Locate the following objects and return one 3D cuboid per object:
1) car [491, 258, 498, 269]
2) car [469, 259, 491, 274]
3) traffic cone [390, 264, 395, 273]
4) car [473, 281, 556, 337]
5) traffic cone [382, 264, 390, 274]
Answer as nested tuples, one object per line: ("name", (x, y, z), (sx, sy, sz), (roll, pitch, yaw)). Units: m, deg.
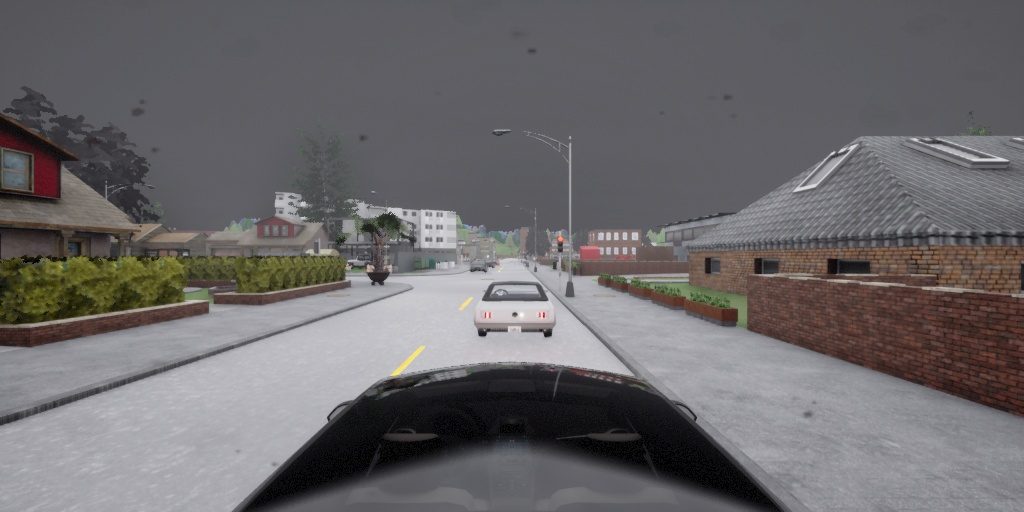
("car", (-3.773, 1.297, 58.396), (2.033, 1.411, 5.357), (0, 0, 0))
("car", (-3.874, 1.255, 42.311), (1.837, 1.490, 4.892), (0, 0, 0))
("traffic cone", (-15.152, 1.558, 44.755), (0.344, 0.586, 0.344), (0, 0, 0))
("car", (0.098, 1.351, 10.234), (1.895, 1.301, 4.718), (0, 0, 1))
("traffic cone", (-15.516, 1.561, 44.187), (0.344, 0.586, 0.344), (0, 0, 0))
